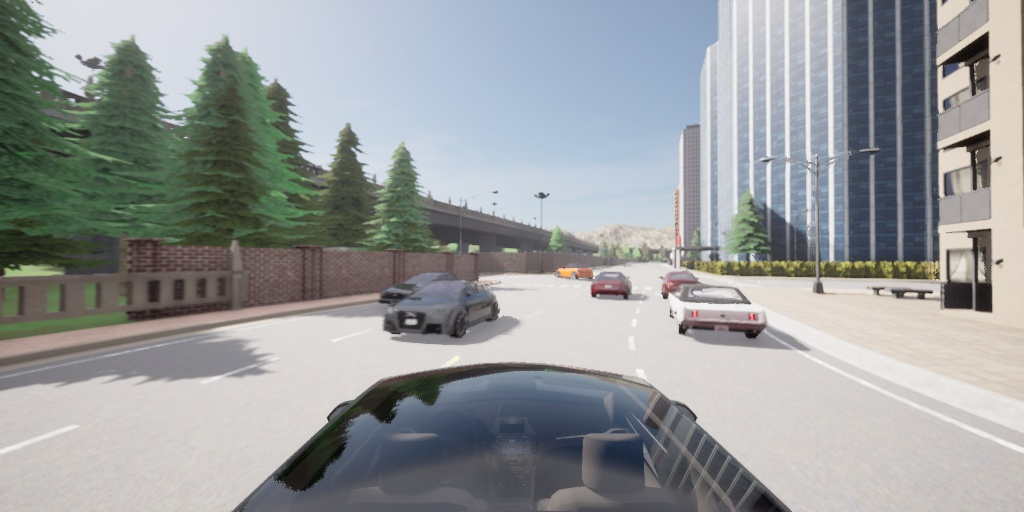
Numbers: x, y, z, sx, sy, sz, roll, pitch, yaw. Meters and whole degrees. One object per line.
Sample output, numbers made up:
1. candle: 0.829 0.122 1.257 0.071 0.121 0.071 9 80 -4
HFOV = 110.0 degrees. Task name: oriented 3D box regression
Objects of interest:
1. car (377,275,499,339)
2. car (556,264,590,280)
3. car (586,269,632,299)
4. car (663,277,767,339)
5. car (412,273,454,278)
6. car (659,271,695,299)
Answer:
1. car: -1.853 1.418 10.522 1.994 1.385 4.181 0 -1 17
2. car: 6.508 1.593 38.073 2.097 1.767 4.553 0 -1 -25
3. car: 5.660 1.569 20.286 1.994 1.385 4.181 0 -1 21
4. car: 5.793 1.486 10.725 1.895 1.301 4.718 0 -1 19
5. car: -3.626 1.469 16.354 2.033 1.411 5.357 0 -1 21
6. car: 9.023 1.531 19.320 1.812 1.442 4.674 0 -1 21
